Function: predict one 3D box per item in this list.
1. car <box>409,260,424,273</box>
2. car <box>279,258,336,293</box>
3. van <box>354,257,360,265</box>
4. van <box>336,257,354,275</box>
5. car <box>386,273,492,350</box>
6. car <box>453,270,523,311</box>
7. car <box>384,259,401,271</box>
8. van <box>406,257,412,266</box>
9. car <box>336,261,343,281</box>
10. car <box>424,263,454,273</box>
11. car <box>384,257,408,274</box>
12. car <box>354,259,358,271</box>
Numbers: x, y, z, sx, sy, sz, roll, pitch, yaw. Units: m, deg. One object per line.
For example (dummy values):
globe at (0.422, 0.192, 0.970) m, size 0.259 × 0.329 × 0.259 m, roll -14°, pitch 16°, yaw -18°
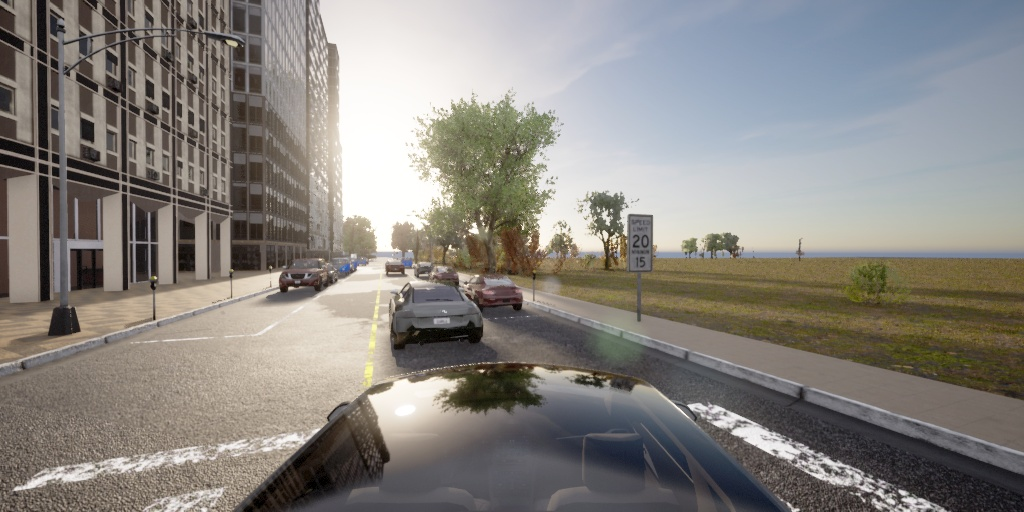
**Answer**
car at (-8.475, 1.281, 34.623) m, size 2.007 × 1.370 × 4.403 m, roll 0°, pitch 0°, yaw -20°
car at (-12.192, 1.060, 21.351) m, size 2.192 × 1.841 × 5.009 m, roll 0°, pitch 0°, yaw -20°
van at (-21.459, 1.074, 47.494) m, size 1.690 × 1.789 × 3.998 m, roll 0°, pitch 0°, yaw -20°
van at (-17.716, 1.078, 37.049) m, size 1.690 × 1.789 × 3.998 m, roll 0°, pitch 0°, yaw -20°
car at (-2.124, 1.310, 9.287) m, size 1.994 × 1.385 × 4.181 m, roll 0°, pitch 0°, yaw -20°
car at (-0.878, 1.323, 13.799) m, size 1.802 × 1.307 × 4.207 m, roll 0°, pitch 0°, yaw -20°
car at (-16.309, 1.218, 48.913) m, size 2.128 × 1.511 × 4.902 m, roll 0°, pitch 0°, yaw -19°
van at (-17.820, 1.059, 60.705) m, size 1.690 × 1.789 × 3.998 m, roll 0°, pitch 0°, yaw -20°
car at (-14.020, 1.308, 26.588) m, size 1.948 × 1.339 × 4.313 m, roll 0°, pitch 0°, yaw -20°
car at (-4.650, 1.317, 24.222) m, size 1.802 × 1.307 × 4.207 m, roll 0°, pitch 0°, yaw -20°
car at (-12.789, 1.209, 39.230) m, size 1.882 × 1.535 × 5.008 m, roll 0°, pitch 0°, yaw -19°
car at (-19.587, 1.317, 42.272) m, size 1.802 × 1.307 × 4.207 m, roll 0°, pitch 0°, yaw -20°
